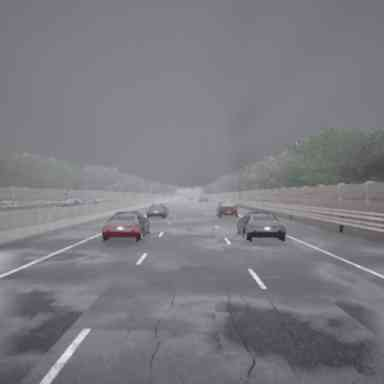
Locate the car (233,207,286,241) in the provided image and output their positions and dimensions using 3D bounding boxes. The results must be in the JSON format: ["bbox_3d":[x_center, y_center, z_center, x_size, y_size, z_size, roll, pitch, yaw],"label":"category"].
[{"bbox_3d":[3.584,1.723,17.813,1.994,1.385,4.181,0,-1,0],"label":"car"}]

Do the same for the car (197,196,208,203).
[{"bbox_3d":[3.414,2.160,94.970,2.150,2.045,5.566,0,-1,0],"label":"car"}]

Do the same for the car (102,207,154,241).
[{"bbox_3d":[-3.416,1.723,17.858,1.994,1.385,4.181,0,-1,0],"label":"car"}]

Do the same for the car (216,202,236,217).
[{"bbox_3d":[3.569,1.791,34.624,1.882,1.535,5.008,0,-1,0],"label":"car"}]

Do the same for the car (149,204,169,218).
[{"bbox_3d":[-3.430,1.867,33.573,1.994,1.385,4.181,0,-1,0],"label":"car"}]

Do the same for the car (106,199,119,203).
[{"bbox_3d":[-14.090,2.048,59.067,2.128,1.511,4.902,0,-1,1],"label":"car"}]

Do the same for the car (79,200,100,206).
[{"bbox_3d":[-17.580,2.098,58.551,2.033,1.411,5.357,0,-1,1],"label":"car"}]

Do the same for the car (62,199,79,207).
[{"bbox_3d":[-21.083,2.026,58.397,1.882,1.535,5.008,0,-1,1],"label":"car"}]
